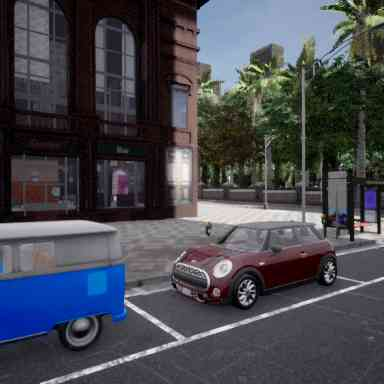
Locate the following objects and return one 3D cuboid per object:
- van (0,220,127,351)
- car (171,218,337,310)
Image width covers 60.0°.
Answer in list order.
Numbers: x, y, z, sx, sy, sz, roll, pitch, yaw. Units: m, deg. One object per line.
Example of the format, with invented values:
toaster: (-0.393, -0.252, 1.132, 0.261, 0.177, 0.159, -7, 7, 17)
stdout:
van: (-2.909, 1.341, 4.579, 3.998, 1.788, 1.690, 0, 0, -35)
car: (1.509, 1.439, 7.729, 4.097, 1.590, 1.967, 0, 0, -35)
